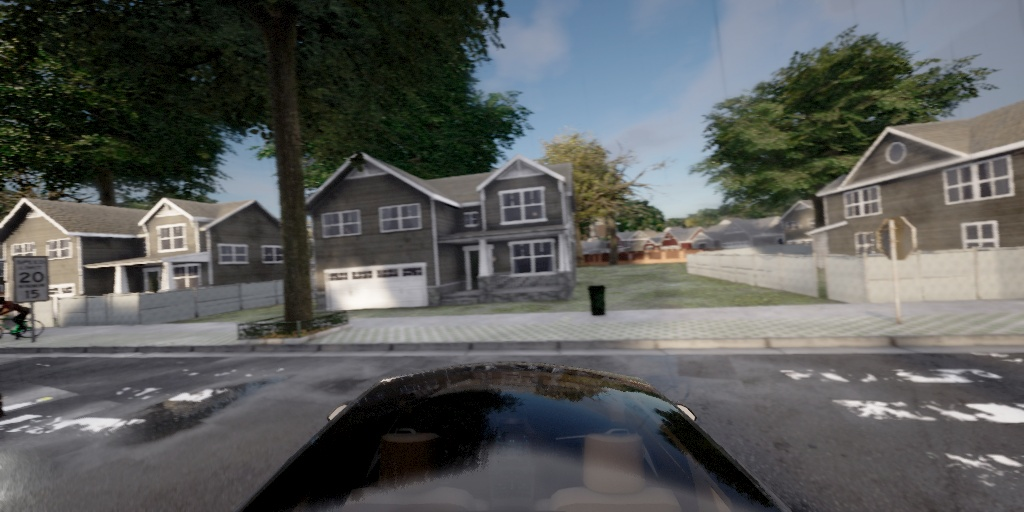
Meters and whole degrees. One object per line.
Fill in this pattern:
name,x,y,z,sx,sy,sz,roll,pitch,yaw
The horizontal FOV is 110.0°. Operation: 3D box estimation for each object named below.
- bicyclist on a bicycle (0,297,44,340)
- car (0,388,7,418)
bicyclist on a bicycle,-18.271,2.293,13.050,0.582,1.620,1.656,-4,0,12
car,-9.204,1.908,4.751,4.181,1.385,1.994,-4,-1,18
